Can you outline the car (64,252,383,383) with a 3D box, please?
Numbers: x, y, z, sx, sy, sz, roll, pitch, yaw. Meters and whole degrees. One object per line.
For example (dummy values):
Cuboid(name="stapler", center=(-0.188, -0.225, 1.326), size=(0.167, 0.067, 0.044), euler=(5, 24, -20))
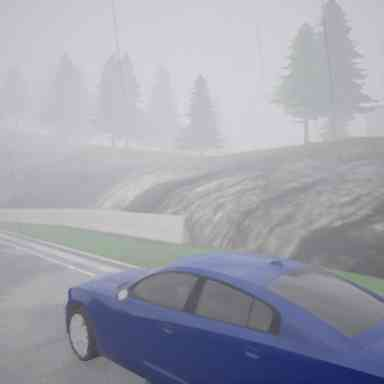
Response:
Cuboid(name="car", center=(0.298, 1.513, 4.152), size=(5.008, 1.535, 1.882), euler=(0, 0, 41))
